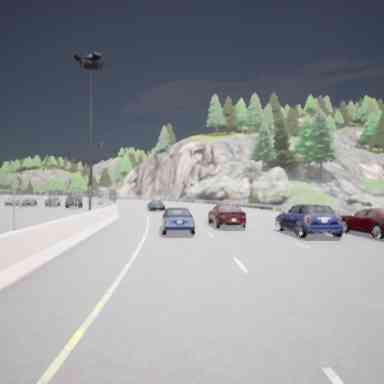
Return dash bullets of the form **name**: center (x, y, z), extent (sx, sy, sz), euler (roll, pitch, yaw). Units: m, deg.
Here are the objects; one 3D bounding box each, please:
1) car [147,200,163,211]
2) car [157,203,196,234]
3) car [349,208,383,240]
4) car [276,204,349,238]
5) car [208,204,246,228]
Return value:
- **car**: center (-4.656, 1.689, 42.584), extent (1.994, 1.385, 4.181), euler (0, 0, -13)
- **car**: center (-0.882, 1.609, 19.707), extent (2.033, 1.411, 5.357), euler (0, 0, -6)
- **car**: center (9.820, 1.562, 17.674), extent (1.882, 1.535, 5.008), euler (0, 0, -4)
- **car**: center (6.246, 1.429, 18.240), extent (2.097, 1.767, 4.553), euler (0, 0, -5)
- **car**: center (2.287, 1.558, 22.733), extent (1.882, 1.535, 5.008), euler (0, 0, -6)
